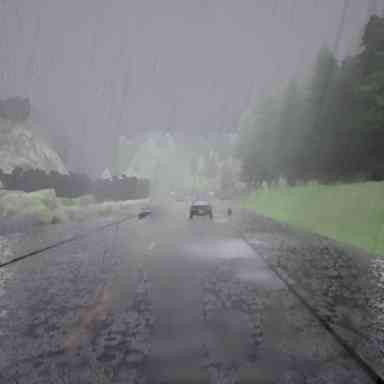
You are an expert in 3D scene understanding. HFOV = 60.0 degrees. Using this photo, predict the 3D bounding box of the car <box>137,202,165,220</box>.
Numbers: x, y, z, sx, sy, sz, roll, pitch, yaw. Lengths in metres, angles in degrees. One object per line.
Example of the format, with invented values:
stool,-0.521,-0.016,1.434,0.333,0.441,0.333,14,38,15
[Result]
car,-3.403,1.561,28.947,2.033,1.411,5.357,0,0,1

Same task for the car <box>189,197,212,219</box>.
car,0.801,1.472,29.590,1.882,1.535,5.008,0,0,1

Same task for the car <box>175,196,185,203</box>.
car,-2.422,1.508,69.420,2.033,1.411,5.357,0,0,1
